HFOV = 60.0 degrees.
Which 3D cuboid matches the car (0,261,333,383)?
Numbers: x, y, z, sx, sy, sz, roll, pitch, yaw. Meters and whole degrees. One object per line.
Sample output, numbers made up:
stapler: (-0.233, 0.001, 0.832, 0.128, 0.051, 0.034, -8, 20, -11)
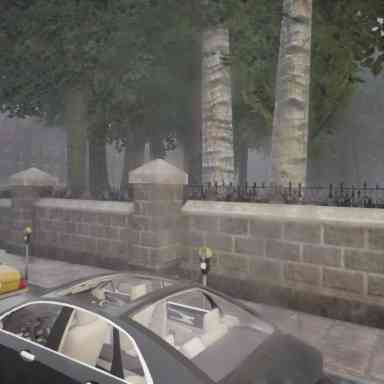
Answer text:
car: (-0.906, 1.550, 3.442, 4.403, 1.369, 2.008, 0, 1, 36)
